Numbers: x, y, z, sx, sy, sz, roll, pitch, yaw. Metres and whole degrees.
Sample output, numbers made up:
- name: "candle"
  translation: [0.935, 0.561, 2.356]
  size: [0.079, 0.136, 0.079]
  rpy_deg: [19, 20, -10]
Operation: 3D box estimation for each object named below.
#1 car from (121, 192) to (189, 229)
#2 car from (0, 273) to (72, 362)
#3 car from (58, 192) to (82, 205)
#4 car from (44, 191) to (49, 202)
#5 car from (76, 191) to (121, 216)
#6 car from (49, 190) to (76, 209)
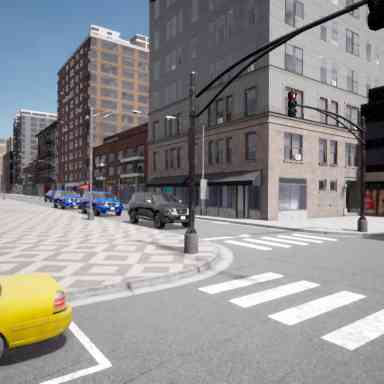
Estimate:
- name: "car"
  translation: [-2.087, 1.053, 20.759]
  size: [2.150, 2.045, 5.566]
  rpy_deg: [1, 0, -35]
- name: "car"
  translation: [-4.006, 1.525, 3.895]
  size: [4.829, 1.417, 1.752]
  rpy_deg: [0, 1, -36]
- name: "car"
  translation: [-17.813, 0.927, 48.562]
  size: [2.097, 1.767, 4.553]
  rpy_deg: [1, 0, -35]
- name: "car"
  translation: [-23.441, 0.708, 56.576]
  size: [2.150, 2.045, 5.566]
  rpy_deg: [1, 0, -37]
- name: "car"
  translation: [-8.025, 0.960, 29.172]
  size: [2.150, 2.045, 5.566]
  rpy_deg: [1, 0, -35]
- name: "car"
  translation: [-14.216, 0.862, 37.961]
  size: [2.150, 2.045, 5.566]
  rpy_deg: [1, 0, -35]
